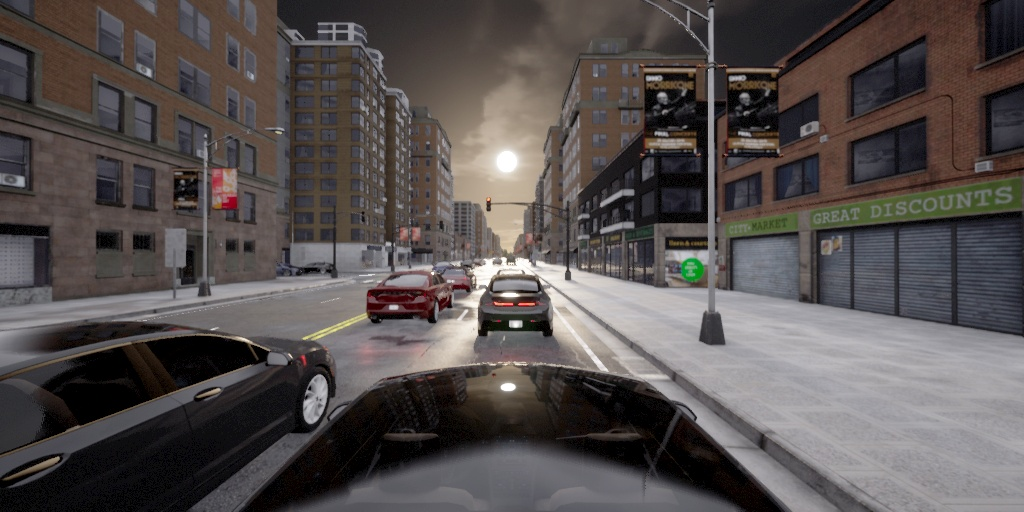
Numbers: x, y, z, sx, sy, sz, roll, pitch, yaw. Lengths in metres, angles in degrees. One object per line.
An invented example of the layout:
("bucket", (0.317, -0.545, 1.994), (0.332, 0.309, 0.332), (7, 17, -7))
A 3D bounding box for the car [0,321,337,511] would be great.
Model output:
("car", (-3.152, 1.255, 2.648), (1.837, 1.490, 4.892), (0, 0, 0))

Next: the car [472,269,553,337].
("car", (0.077, 1.252, 10.329), (1.837, 1.490, 4.892), (0, 0, 0))

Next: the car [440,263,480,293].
("car", (-3.199, 1.309, 20.977), (1.994, 1.385, 4.181), (0, 0, -1))

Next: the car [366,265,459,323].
("car", (-3.179, 1.225, 12.083), (1.882, 1.535, 5.008), (0, 0, 0))

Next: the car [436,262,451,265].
("car", (-6.693, 1.270, 35.236), (1.812, 1.442, 4.674), (0, 0, 0))

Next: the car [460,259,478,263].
("car", (-6.741, 1.255, 54.390), (1.837, 1.490, 4.892), (0, 0, -1))

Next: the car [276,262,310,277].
("car", (-22.726, 1.302, 35.224), (4.181, 1.385, 1.994), (0, 0, 0))

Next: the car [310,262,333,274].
("car", (-22.256, 1.331, 40.705), (4.313, 1.339, 1.948), (0, 0, 0))
